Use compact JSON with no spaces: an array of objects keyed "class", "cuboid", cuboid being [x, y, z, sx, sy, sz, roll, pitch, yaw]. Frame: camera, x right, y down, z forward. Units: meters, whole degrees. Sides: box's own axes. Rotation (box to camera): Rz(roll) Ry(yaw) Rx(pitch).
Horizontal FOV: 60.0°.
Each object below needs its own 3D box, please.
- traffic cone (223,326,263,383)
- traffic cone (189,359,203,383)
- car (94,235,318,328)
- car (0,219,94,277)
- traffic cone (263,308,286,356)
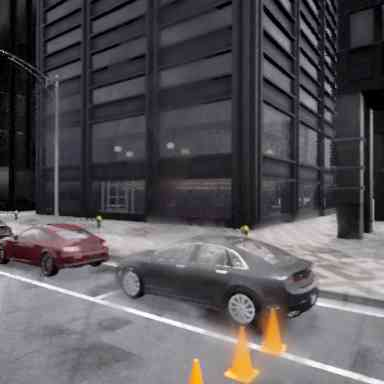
[{"class":"traffic cone","cuboid":[0.618,1.970,4.135,0.340,0.580,0.340,0,0,36]},{"class":"traffic cone","cuboid":[0.037,1.967,3.321,0.340,0.580,0.340,0,0,36]},{"class":"car","cuboid":[0.265,1.573,6.890,4.403,1.369,2.008,0,0,36]},{"class":"car","cuboid":[-4.324,1.604,10.163,4.206,1.307,1.802,0,0,36]},{"class":"traffic cone","cuboid":[1.164,1.974,4.806,0.340,0.580,0.340,0,0,22]}]
